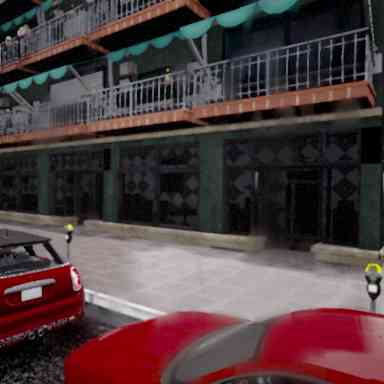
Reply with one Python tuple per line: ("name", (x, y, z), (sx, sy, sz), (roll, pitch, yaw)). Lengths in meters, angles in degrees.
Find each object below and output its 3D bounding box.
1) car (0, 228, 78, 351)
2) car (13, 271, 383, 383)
("car", (-3.666, 1.301, 5.432), (4.097, 1.590, 1.967), (2, 1, 35))
("car", (0.947, 1.537, 2.200), (4.507, 1.381, 1.887), (2, 1, 35))
